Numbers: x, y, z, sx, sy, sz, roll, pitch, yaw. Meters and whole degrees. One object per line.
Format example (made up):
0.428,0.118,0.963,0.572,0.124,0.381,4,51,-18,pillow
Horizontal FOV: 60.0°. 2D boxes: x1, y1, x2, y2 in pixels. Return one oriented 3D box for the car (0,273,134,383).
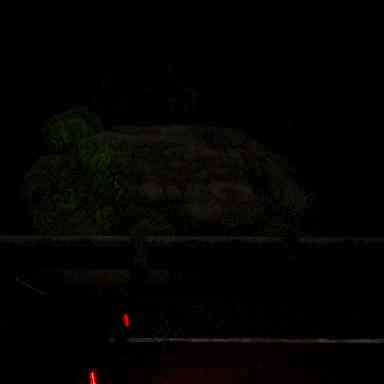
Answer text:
-3.107,1.601,3.443,4.718,1.301,1.895,0,0,1,car
